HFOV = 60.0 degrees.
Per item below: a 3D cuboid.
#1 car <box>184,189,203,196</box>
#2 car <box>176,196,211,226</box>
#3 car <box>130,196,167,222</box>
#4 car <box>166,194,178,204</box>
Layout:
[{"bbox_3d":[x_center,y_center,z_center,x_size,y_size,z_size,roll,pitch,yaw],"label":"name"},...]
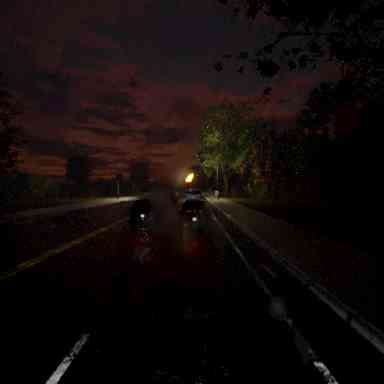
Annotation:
[{"bbox_3d":[0.173,0.653,42.829,2.150,2.045,5.566,0,1,1],"label":"car"},{"bbox_3d":[0.152,1.237,21.007,1.837,1.490,4.892,0,1,0],"label":"car"},{"bbox_3d":[-3.092,1.213,23.255,1.837,1.490,4.892,0,1,0],"label":"car"},{"bbox_3d":[-3.036,0.935,47.335,1.994,1.385,4.181,0,1,0],"label":"car"}]
